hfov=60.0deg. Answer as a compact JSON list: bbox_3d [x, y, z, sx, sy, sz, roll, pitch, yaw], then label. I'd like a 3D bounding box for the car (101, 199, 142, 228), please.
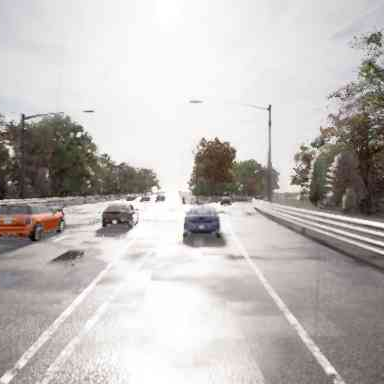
[{"bbox_3d":[-4.641,1.478,21.920,1.837,1.490,4.892,0,0,-2],"label":"car"}]

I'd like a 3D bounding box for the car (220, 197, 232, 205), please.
[{"bbox_3d":[6.637,1.744,64.549,1.837,1.490,4.892,0,-1,12],"label":"car"}]

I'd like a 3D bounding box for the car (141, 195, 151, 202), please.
[{"bbox_3d":[-10.632,1.493,77.144,1.994,1.385,4.181,0,0,-2],"label":"car"}]

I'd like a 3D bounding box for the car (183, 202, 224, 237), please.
[{"bbox_3d":[0.589,1.485,18.079,1.882,1.535,5.008,0,0,3],"label":"car"}]

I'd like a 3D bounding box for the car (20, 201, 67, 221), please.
[{"bbox_3d":[-11.864,1.488,26.900,1.994,1.385,4.181,0,0,-2],"label":"car"}]

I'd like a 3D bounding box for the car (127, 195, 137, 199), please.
[{"bbox_3d":[-14.215,1.442,78.980,2.128,1.511,4.902,0,0,-2],"label":"car"}]

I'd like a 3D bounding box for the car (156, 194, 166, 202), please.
[{"bbox_3d":[-7.088,1.319,76.213,2.097,1.767,4.553,0,0,-2],"label":"car"}]

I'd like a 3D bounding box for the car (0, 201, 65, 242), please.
[{"bbox_3d":[-7.899,1.301,16.264,2.097,1.767,4.553,0,0,-2],"label":"car"}]
